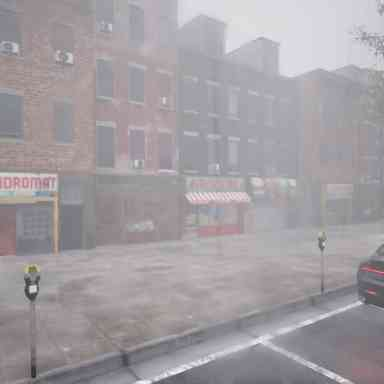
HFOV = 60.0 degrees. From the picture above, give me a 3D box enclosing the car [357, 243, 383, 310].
[{"bbox_3d":[5.203,1.511,6.638,4.892,1.490,1.837,0,0,-35],"label":"car"}]
